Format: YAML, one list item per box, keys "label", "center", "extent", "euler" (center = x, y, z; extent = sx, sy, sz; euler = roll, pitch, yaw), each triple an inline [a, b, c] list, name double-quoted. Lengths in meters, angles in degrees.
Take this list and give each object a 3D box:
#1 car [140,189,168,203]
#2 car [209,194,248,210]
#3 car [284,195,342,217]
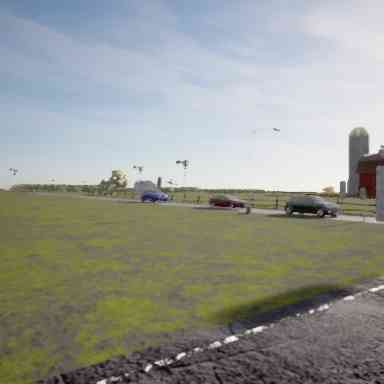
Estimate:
- label: "car"
  center: [-5.653, 0.566, 49.328]
  extent: [2.150, 2.045, 5.566]
  euler: [1, 0, -35]
- label: "car"
  center: [3.876, 1.048, 36.104]
  extent: [1.882, 1.535, 5.008]
  euler: [1, 0, -36]
- label: "car"
  center: [10.002, 1.072, 27.634]
  extent: [2.097, 1.767, 4.553]
  euler: [1, 0, -36]
